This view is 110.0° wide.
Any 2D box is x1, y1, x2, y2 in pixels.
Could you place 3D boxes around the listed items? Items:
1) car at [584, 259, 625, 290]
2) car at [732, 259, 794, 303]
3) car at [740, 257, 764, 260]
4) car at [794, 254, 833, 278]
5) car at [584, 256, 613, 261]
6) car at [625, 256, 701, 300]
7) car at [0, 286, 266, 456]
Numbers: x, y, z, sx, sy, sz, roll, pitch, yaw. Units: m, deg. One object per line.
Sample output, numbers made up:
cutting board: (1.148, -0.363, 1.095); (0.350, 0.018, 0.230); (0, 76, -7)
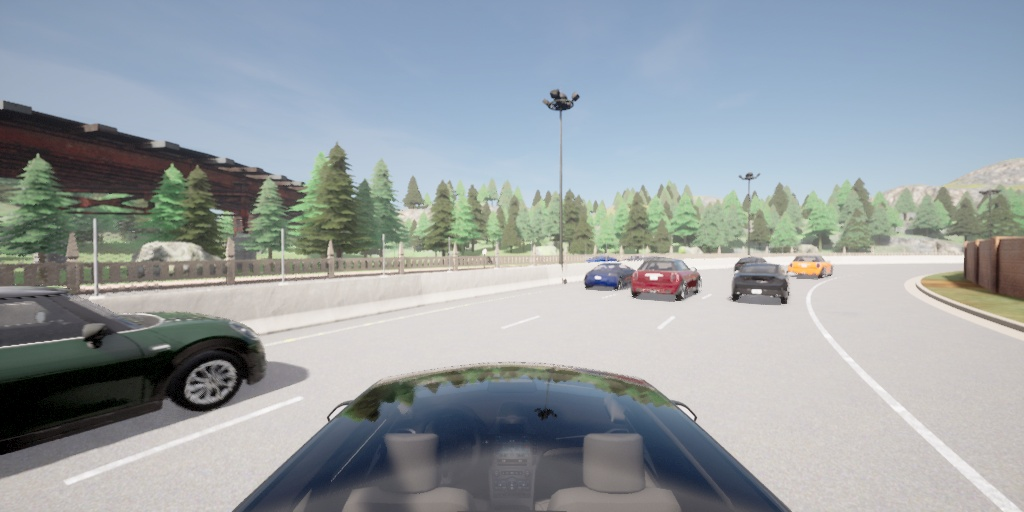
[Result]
car: (5.761, 1.078, 20.279); (1.994, 1.385, 4.181); (0, 1, 39)
car: (10.777, 1.061, 15.417); (1.837, 1.490, 4.892); (0, 1, 39)
car: (20.144, 0.863, 29.826); (4.892, 1.490, 1.837); (0, 0, -40)
car: (23.140, 0.728, 27.748); (4.553, 1.767, 2.097); (-1, 1, -40)
car: (11.109, 0.682, 45.268); (5.008, 1.535, 1.882); (0, 1, -38)
car: (7.167, 0.907, 16.479); (2.097, 1.767, 4.553); (0, 1, 38)
car: (-5.384, 1.095, 3.808); (2.097, 1.767, 4.553); (0, 1, 29)
